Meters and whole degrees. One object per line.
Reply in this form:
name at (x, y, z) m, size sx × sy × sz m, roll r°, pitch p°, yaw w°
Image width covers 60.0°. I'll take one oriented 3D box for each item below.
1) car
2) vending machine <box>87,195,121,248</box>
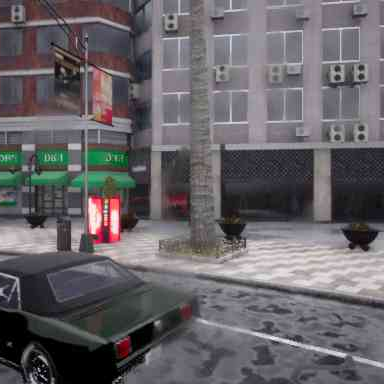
car at (-2.352, 1.602, 5.008) m, size 4.718 × 1.301 × 1.895 m, roll 0°, pitch 0°, yaw 31°
vending machine at (-3.732, 1.197, 14.131) m, size 0.880 × 2.100 × 1.100 m, roll 0°, pitch 0°, yaw 24°
